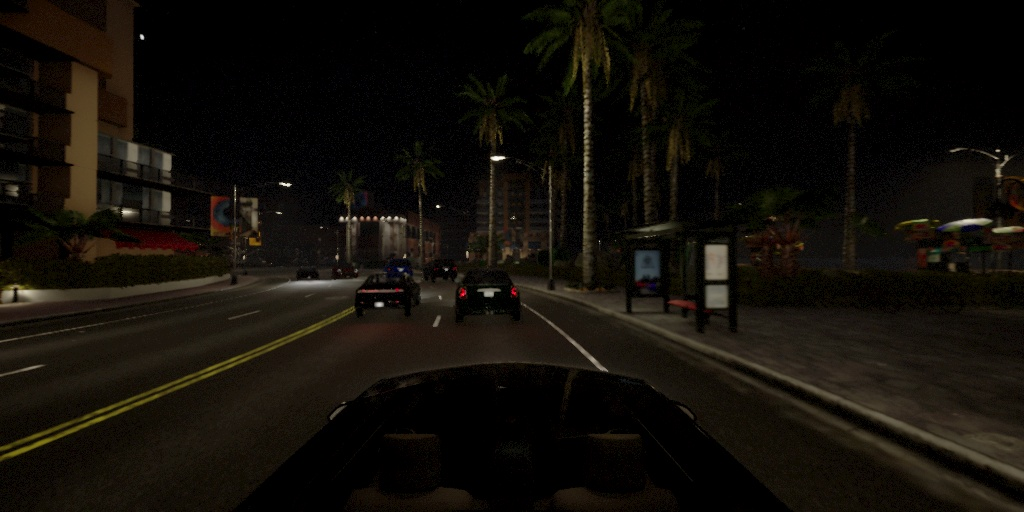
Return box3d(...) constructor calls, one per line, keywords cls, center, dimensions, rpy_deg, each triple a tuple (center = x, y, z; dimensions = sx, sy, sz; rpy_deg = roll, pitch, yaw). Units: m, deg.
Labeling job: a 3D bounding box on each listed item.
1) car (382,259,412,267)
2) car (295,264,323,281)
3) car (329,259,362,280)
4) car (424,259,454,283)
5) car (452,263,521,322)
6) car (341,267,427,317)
box3d(cls="car", center=(-10.316, 1.293, 32.244), dimensions=(2.150, 2.045, 5.566), rpy_deg=(0, -1, -24))
box3d(cls="car", center=(-20.618, 1.754, 36.286), dimensions=(1.895, 1.301, 4.718), rpy_deg=(0, -1, -32))
box3d(cls="car", center=(-17.595, 1.506, 37.802), dimensions=(2.097, 1.767, 4.553), rpy_deg=(0, -1, -32))
box3d(cls="car", center=(-6.524, 1.277, 32.298), dimensions=(2.150, 2.045, 5.566), rpy_deg=(0, -1, -23))
box3d(cls="car", center=(-1.017, 1.210, 13.095), dimensions=(2.097, 1.767, 4.553), rpy_deg=(0, -1, -8))
box3d(cls="car", center=(-4.661, 1.373, 13.925), dimensions=(2.128, 1.511, 4.902), rpy_deg=(0, -1, -9))
